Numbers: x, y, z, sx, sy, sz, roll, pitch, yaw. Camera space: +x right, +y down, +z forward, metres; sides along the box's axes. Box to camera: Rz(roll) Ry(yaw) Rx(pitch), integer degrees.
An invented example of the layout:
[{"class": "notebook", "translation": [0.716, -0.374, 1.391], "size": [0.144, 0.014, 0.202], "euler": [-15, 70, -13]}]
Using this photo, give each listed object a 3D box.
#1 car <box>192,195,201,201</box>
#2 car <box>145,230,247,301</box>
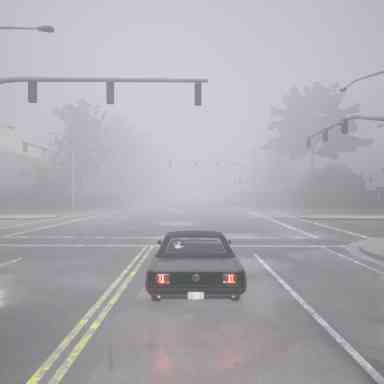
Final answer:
[{"class": "car", "translation": [1.081, 1.524, 81.335], "size": [1.812, 1.442, 4.674], "euler": [0, 0, 1]}, {"class": "car", "translation": [0.065, 1.601, 8.280], "size": [1.895, 1.301, 4.718], "euler": [0, 0, 0]}]
